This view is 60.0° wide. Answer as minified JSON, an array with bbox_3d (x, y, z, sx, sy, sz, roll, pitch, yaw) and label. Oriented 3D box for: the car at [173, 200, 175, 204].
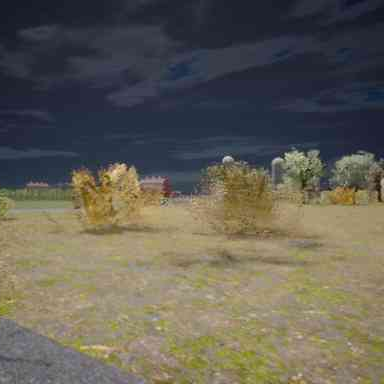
[{"bbox_3d":[-2.441,2.079,74.201,1.994,1.385,4.181,-1,-1,36],"label":"car"}]
